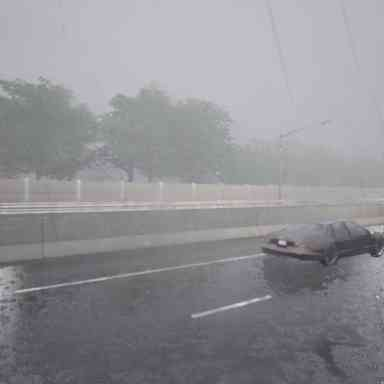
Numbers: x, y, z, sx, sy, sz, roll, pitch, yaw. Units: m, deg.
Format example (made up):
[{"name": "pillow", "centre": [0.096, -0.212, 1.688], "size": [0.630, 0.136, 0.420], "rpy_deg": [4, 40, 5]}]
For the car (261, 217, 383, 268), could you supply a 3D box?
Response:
[{"name": "car", "centre": [4.805, 1.601, 11.571], "size": [5.357, 1.411, 2.033], "rpy_deg": [0, 0, -35]}]
